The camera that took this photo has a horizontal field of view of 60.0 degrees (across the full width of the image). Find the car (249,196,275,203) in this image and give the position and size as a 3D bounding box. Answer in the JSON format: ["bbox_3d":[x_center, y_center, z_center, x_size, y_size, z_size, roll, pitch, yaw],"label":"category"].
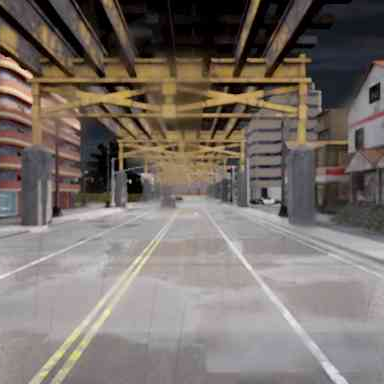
[{"bbox_3d":[13.588,1.487,64.424,4.536,1.218,1.853,0,0,25],"label":"car"}]

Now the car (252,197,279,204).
[{"bbox_3d":[13.266,1.490,60.305,4.536,1.218,1.853,0,0,-20],"label":"car"}]

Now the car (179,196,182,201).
[{"bbox_3d":[-3.566,1.768,89.546,1.895,1.301,4.718,0,0,0],"label":"car"}]

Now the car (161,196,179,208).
[{"bbox_3d":[-3.555,1.554,50.609,2.097,1.767,4.553,0,0,0],"label":"car"}]

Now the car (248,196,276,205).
[{"bbox_3d":[13.541,1.645,64.446,4.974,1.542,2.038,0,0,25],"label":"car"}]

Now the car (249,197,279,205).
[{"bbox_3d":[13.217,1.648,60.287,4.974,1.542,2.038,0,0,-20],"label":"car"}]
